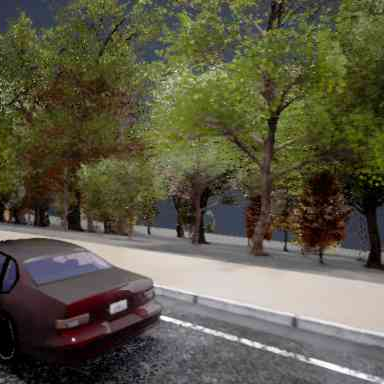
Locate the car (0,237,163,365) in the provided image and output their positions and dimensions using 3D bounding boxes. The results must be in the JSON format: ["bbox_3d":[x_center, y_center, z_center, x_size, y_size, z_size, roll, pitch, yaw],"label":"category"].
[{"bbox_3d":[-3.002,1.540,5.818,5.357,1.411,2.033,0,0,36],"label":"car"}]
